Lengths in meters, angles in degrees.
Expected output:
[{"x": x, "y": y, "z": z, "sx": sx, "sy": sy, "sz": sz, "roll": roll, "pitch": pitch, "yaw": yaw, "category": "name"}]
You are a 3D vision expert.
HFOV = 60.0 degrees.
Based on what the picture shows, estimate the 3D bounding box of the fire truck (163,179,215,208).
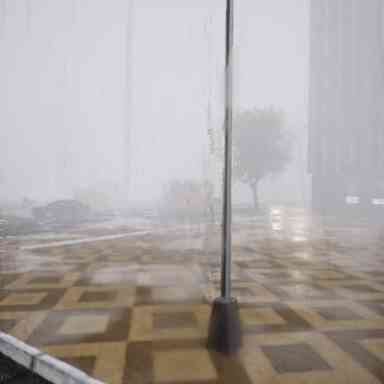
[{"x": -0.288, "y": 0.149, "z": 46.862, "sx": 2.891, "sy": 3.827, "sz": 8.468, "roll": 1, "pitch": 1, "yaw": 38, "category": "fire truck"}]

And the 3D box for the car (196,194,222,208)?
[{"x": 2.996, "y": 1.394, "z": 45.915, "sx": 1.812, "sy": 1.442, "sz": 4.674, "roll": 1, "pitch": 1, "yaw": 39, "category": "car"}]

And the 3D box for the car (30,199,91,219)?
[{"x": -11.005, "y": 1.371, "z": 28.166, "sx": 1.882, "sy": 1.535, "sz": 5.008, "roll": 1, "pitch": 1, "yaw": 38, "category": "car"}]
